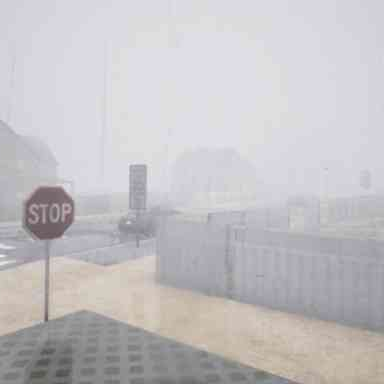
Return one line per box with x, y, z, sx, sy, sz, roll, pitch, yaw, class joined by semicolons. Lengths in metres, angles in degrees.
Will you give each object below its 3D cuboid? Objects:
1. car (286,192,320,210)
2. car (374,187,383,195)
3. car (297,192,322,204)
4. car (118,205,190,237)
11.267;0.957;34.362;1.837;1.490;4.892;2;2;37;car
45.474;-0.289;80.351;2.150;2.045;5.566;2;2;37;car
16.146;0.716;45.532;1.812;1.442;4.674;2;2;37;car
-1.715;1.357;16.906;1.994;1.385;4.181;2;2;37;car
